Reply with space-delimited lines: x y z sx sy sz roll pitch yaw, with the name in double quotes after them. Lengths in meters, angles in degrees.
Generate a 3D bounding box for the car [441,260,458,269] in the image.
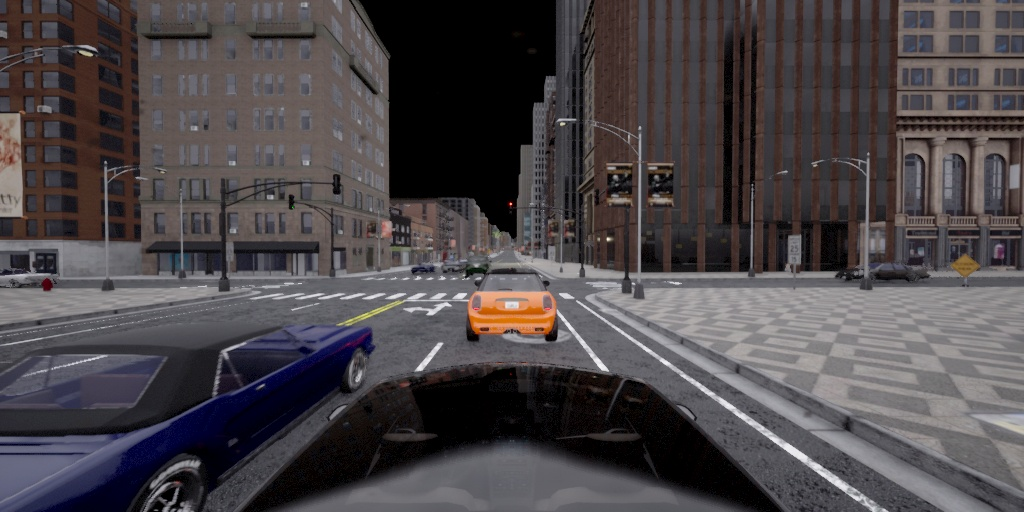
-9.839 1.340 56.438 1.994 1.385 4.181 0 0 0 "car"

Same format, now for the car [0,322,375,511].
-3.150 1.350 3.722 1.895 1.301 4.718 0 0 0 "car"

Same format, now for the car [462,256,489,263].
-3.151 0.984 34.497 2.150 2.045 5.566 0 0 0 "car"

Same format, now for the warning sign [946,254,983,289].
25.178 0.827 19.909 1.060 1.860 1.300 0 0 0 "warning sign"

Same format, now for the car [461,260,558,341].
0.010 1.101 10.005 2.097 1.767 4.553 0 0 0 "car"

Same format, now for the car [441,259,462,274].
-6.599 1.331 40.711 1.994 1.385 4.181 0 0 0 "car"

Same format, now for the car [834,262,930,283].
26.489 1.155 25.724 5.357 1.411 2.033 0 1 0 "car"

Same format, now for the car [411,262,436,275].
-9.849 1.368 40.111 1.895 1.301 4.718 0 0 0 "car"

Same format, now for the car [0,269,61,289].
-33.244 1.480 23.727 4.718 1.301 1.895 0 1 0 "car"
